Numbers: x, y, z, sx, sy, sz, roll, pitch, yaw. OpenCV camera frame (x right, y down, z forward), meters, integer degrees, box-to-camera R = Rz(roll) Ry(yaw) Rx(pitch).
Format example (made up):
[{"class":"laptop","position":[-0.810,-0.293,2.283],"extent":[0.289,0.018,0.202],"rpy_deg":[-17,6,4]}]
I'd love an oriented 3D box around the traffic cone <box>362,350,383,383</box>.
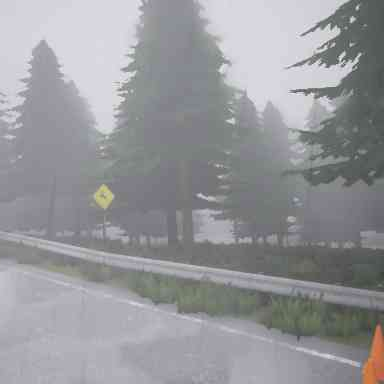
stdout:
[{"class":"traffic cone","position":[1.773,1.956,3.294],"extent":[0.340,0.580,0.340],"rpy_deg":[0,0,34]}]

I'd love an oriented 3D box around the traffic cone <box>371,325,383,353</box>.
[{"class":"traffic cone","position":[2.320,1.956,4.128],"extent":[0.340,0.580,0.340],"rpy_deg":[0,0,34]}]
